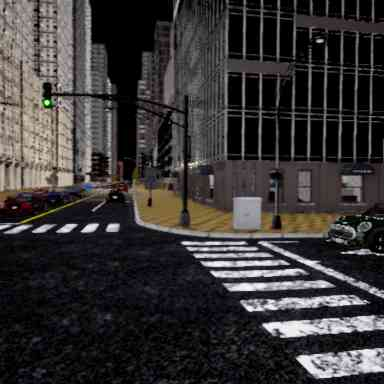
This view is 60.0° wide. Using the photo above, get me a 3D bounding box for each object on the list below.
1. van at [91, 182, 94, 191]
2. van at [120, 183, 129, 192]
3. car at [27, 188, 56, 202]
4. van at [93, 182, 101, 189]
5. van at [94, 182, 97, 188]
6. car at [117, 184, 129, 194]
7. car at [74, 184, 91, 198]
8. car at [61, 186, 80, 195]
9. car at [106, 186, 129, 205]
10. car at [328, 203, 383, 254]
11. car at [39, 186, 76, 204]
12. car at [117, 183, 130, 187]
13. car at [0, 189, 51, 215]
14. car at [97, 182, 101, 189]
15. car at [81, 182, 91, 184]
[{"bbox_3d":[-21.755,-1.059,68.048,1.690,1.788,3.998,0,2,-10],"label":"van"},{"bbox_3d":[-13.998,-1.043,69.436,1.690,1.788,3.998,0,2,-10],"label":"van"},{"bbox_3d":[-15.922,0.255,35.425,1.802,1.307,4.206,0,2,-10],"label":"car"},{"bbox_3d":[-25.644,-1.779,89.802,1.690,1.788,3.998,0,2,-10],"label":"van"},{"bbox_3d":[-22.727,-1.239,73.487,1.690,1.788,3.998,0,2,-10],"label":"van"},{"bbox_3d":[-12.054,-0.584,58.562,1.967,1.590,4.097,0,2,-10],"label":"car"},{"bbox_3d":[-14.632,0.017,42.279,2.033,1.411,5.357,0,2,-10],"label":"car"},{"bbox_3d":[-18.839,-0.295,51.740,1.947,1.339,4.313,0,2,-10],"label":"car"},{"bbox_3d":[-7.144,0.433,31.383,1.947,1.339,4.313,0,2,-10],"label":"car"},{"bbox_3d":[7.489,1.193,12.438,4.553,1.767,2.097,1,2,-13],"label":"car"},{"bbox_3d":[-12.784,0.408,31.886,1.895,1.301,4.718,0,2,-10],"label":"car"},{"bbox_3d":[-11.080,-0.529,53.119,2.192,1.841,5.009,0,2,-10],"label":"car"},{"bbox_3d":[-11.003,0.695,21.916,1.994,1.385,4.181,0,2,-10],"label":"car"},{"bbox_3d":[-24.672,-1.625,84.362,2.192,1.841,5.009,0,2,-10],"label":"car"},{"bbox_3d":[-20.783,-0.781,62.613,1.967,1.590,4.097,0,2,-10],"label":"car"}]
